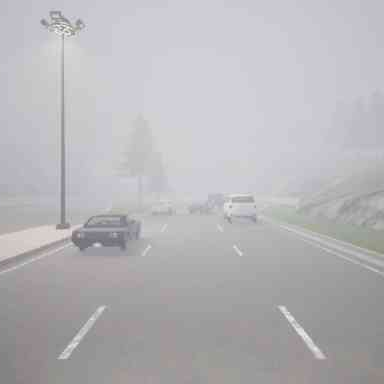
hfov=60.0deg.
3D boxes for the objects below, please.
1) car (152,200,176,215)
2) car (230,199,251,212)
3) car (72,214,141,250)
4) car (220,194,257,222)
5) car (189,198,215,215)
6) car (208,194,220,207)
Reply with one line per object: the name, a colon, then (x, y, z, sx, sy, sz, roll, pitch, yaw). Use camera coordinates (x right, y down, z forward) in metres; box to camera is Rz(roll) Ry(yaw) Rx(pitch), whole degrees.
car: (-2.787, 1.525, 33.425, 1.812, 1.442, 4.674, 0, 0, 6)
car: (6.009, 1.601, 40.828, 1.895, 1.301, 4.718, 0, 0, 16)
car: (-3.396, 1.601, 14.190, 1.895, 1.301, 4.718, 0, 0, 0)
car: (3.691, 1.220, 26.079, 2.150, 2.045, 5.566, 0, 0, 1)
car: (0.955, 1.601, 34.438, 1.895, 1.301, 4.718, 0, 0, 9)
car: (3.434, 1.221, 44.494, 2.150, 2.045, 5.566, 0, 0, 16)
